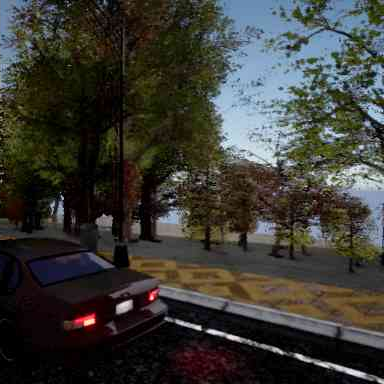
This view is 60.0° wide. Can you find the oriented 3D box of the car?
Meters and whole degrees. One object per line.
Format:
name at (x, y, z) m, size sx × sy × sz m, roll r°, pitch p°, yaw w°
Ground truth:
car at (-2.941, 1.526, 5.738) m, size 5.357 × 1.411 × 2.033 m, roll 0°, pitch 0°, yaw 35°
